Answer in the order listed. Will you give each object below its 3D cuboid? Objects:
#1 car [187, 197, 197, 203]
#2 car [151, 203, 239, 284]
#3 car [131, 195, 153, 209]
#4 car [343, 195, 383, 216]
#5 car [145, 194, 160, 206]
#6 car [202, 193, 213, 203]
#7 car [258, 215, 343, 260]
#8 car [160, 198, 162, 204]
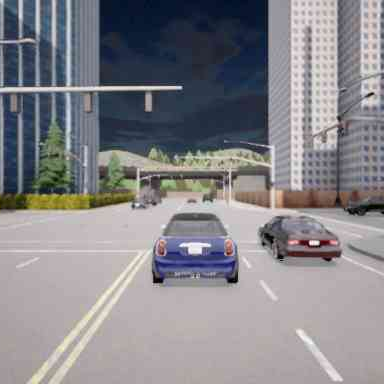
[{"bbox_3d":[0.000,1.702,68.165,1.895,1.301,4.718,0,0,0],"label":"car"},{"bbox_3d":[0.081,1.367,9.775,2.097,1.767,4.553,0,0,0],"label":"car"},{"bbox_3d":[-7.107,1.559,45.699,2.128,1.511,4.902,0,0,0],"label":"car"},{"bbox_3d":[17.835,1.271,32.530,5.566,2.045,2.150,0,0,0],"label":"car"},{"bbox_3d":[-7.086,1.303,55.567,2.150,2.045,5.566,0,0,0],"label":"car"},{"bbox_3d":[3.482,1.312,73.648,2.150,2.045,5.566,0,0,0],"label":"car"},{"bbox_3d":[3.744,1.566,12.413,2.033,1.411,5.357,0,0,2],"label":"car"},{"bbox_3d":[-7.016,1.661,65.432,1.994,1.385,4.181,0,0,0],"label":"car"}]
